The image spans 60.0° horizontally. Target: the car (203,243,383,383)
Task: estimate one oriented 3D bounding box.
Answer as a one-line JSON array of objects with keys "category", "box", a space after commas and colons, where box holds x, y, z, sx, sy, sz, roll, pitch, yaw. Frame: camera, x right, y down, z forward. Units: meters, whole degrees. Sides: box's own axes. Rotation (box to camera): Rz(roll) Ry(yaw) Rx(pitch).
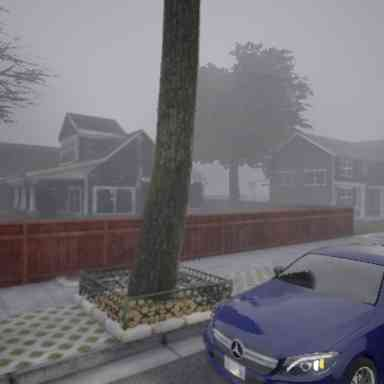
[{"category": "car", "box": [2.318, 1.536, 4.759, 4.674, 1.442, 1.812, 0, 0, -36]}]
